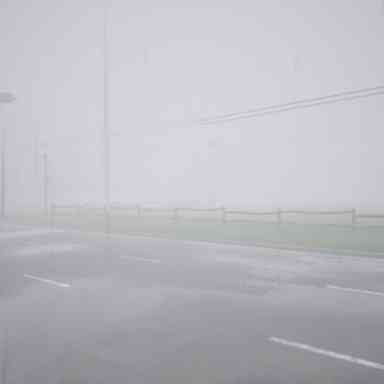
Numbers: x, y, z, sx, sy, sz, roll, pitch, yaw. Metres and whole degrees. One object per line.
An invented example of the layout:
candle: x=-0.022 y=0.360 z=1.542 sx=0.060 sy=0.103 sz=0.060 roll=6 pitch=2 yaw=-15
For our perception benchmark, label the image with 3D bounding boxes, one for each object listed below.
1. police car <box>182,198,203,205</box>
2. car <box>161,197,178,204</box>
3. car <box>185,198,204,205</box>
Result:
police car: x=0.027 y=1.920 z=65.849 sx=2.038 sy=1.542 sz=4.974 roll=-1 pitch=0 yaw=36
car: x=-5.127 y=2.023 z=76.595 sx=1.837 sy=1.490 sz=4.892 roll=-1 pitch=0 yaw=36
car: x=0.528 y=2.000 z=72.468 sx=1.994 sy=1.385 sz=4.181 roll=-1 pitch=0 yaw=36
